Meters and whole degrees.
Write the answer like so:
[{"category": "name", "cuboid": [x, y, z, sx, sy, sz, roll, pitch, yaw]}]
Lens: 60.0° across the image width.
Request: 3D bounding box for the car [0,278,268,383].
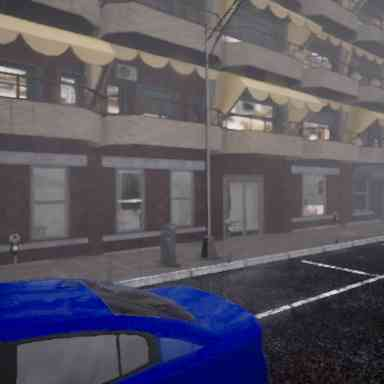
[{"category": "car", "cuboid": [-1.663, 1.479, 2.191, 5.008, 1.535, 1.882, 0, 0, -36]}]
